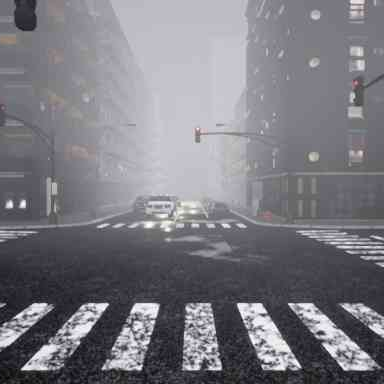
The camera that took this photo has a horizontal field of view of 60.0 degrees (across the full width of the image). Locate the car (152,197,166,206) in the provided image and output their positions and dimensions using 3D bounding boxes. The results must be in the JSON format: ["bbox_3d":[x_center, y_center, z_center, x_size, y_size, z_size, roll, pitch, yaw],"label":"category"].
[{"bbox_3d":[-5.242,1.559,53.559,1.802,1.307,4.206,-1,0,0],"label":"car"}]

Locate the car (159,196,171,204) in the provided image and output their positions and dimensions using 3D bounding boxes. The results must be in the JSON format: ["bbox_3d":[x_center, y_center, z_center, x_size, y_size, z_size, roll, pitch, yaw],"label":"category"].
[{"bbox_3d":[-5.225,1.553,64.632,1.802,1.307,4.206,-1,0,0],"label":"car"}]

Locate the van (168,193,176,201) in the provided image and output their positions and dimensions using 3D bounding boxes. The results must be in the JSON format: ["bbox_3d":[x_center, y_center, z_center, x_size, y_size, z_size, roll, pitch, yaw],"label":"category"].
[{"bbox_3d":[-5.193,1.297,86.781,1.690,1.788,3.998,-1,0,0],"label":"van"}]

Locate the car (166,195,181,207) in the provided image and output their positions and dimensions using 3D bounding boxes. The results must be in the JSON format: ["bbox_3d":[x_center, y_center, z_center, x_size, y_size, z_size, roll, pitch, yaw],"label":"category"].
[{"bbox_3d":[-2.760,1.331,50.348,2.097,1.767,4.553,0,0,0],"label":"car"}]

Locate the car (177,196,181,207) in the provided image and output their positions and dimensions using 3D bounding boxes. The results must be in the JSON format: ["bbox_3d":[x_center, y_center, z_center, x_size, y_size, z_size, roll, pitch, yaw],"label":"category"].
[{"bbox_3d":[-2.786,1.476,40.286,2.128,1.511,4.902,0,0,0],"label":"car"}]

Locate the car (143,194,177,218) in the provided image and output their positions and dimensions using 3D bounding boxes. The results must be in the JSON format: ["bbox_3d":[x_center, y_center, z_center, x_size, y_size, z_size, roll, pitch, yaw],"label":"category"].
[{"bbox_3d":[-2.808,1.210,30.336,2.150,2.045,5.566,0,0,0],"label":"car"}]

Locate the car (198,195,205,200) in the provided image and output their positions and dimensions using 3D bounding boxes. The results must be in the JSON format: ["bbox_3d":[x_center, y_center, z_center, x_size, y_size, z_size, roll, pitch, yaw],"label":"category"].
[{"bbox_3d":[2.699,1.533,92.267,1.802,1.307,4.206,-1,0,0],"label":"car"}]

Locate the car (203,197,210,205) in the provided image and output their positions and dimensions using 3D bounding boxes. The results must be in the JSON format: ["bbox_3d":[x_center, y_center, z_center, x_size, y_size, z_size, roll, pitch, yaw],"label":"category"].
[{"bbox_3d":[2.612,1.536,36.875,2.008,1.369,4.403,-1,0,0],"label":"car"}]

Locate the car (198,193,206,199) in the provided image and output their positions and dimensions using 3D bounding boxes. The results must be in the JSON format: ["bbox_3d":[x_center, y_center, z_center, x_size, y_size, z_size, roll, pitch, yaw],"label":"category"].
[{"bbox_3d":[2.673,1.546,75.650,1.802,1.307,4.206,-1,0,0],"label":"car"}]

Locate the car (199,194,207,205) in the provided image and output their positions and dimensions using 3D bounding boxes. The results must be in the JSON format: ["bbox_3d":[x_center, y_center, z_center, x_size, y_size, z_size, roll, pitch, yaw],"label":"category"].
[{"bbox_3d":[2.646,1.519,59.032,1.887,1.381,4.507,-1,0,0],"label":"car"}]

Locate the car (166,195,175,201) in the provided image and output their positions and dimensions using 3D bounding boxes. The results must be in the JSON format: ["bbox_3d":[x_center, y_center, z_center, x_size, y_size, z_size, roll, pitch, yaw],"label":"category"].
[{"bbox_3d":[-5.200,1.486,81.074,1.752,1.417,4.829,-1,0,0],"label":"car"}]

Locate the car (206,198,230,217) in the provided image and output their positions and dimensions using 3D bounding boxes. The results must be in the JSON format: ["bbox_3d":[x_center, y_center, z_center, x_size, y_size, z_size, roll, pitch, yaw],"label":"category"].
[{"bbox_3d":[2.604,1.570,31.336,1.802,1.307,4.206,-1,0,0],"label":"car"}]

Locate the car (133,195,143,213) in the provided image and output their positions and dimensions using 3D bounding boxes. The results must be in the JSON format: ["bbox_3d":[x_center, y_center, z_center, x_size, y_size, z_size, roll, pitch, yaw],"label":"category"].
[{"bbox_3d":[-5.271,1.301,36.947,2.192,1.841,5.009,-1,0,0],"label":"car"}]

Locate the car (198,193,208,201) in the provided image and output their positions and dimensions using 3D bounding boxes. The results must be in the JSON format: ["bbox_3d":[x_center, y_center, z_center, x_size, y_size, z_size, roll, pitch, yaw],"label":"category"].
[{"bbox_3d":[2.678,1.275,81.189,2.192,1.841,5.009,-1,0,0],"label":"car"}]
